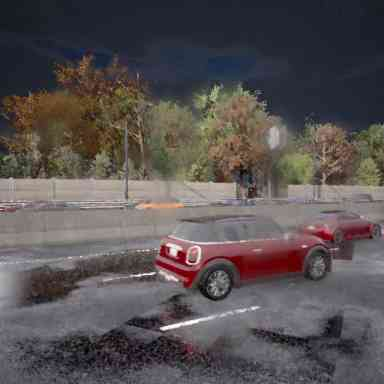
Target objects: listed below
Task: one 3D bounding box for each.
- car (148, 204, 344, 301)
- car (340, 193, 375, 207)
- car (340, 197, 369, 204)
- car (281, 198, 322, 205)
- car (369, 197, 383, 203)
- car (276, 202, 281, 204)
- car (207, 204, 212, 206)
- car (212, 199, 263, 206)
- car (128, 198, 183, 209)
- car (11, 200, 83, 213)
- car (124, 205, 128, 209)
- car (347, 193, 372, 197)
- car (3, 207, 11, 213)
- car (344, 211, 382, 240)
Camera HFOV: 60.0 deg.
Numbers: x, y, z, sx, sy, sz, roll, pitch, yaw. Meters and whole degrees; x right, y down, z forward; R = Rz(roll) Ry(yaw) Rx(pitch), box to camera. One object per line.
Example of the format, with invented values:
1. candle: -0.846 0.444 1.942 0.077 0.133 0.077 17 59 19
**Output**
1. car: 1.411 1.352 8.468 4.553 1.767 2.097 0 0 -30
2. car: 25.453 1.235 51.049 5.566 2.045 2.150 0 0 -30
3. car: 19.663 1.604 39.588 4.718 1.301 1.895 0 0 -30
4. car: 13.572 1.493 40.091 4.902 1.511 2.128 0 0 -30
5. car: 22.213 1.529 37.024 4.674 1.442 1.812 0 0 -30
6. car: 13.489 1.550 44.090 5.357 1.411 2.033 0 0 -30
7. car: 4.295 1.548 38.738 5.357 1.411 2.033 0 0 -30
8. car: 5.159 1.548 35.190 5.357 1.411 2.033 0 0 -30
9. car: -3.041 1.352 30.411 4.553 1.767 2.097 0 0 -30
10. car: -11.034 1.492 25.754 4.902 1.511 2.128 0 0 -30
11. car: -4.446 1.505 33.641 4.892 1.490 1.837 0 0 -30
12. car: 22.100 1.358 45.059 4.553 1.767 2.097 0 0 -30
13. car: -13.344 1.478 28.461 5.008 1.535 1.882 0 0 -30
14. car: 7.029 1.563 15.794 4.181 1.385 1.994 0 0 -30
